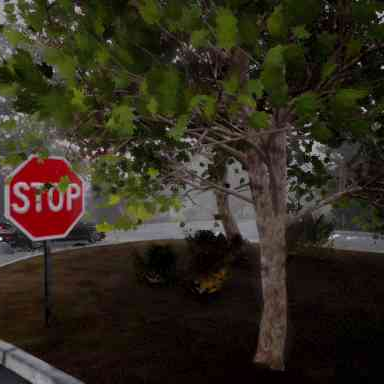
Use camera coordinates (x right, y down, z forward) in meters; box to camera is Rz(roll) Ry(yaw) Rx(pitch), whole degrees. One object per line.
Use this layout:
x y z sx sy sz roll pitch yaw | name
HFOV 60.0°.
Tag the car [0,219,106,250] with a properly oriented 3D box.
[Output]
-6.221 1.704 15.296 1.837 1.490 4.892 -1 -3 36 | car
